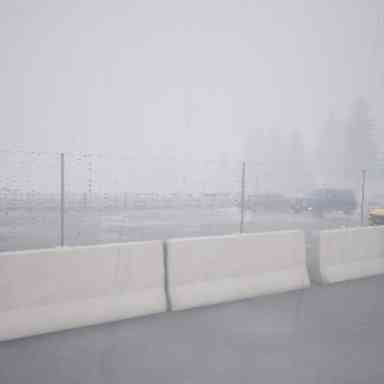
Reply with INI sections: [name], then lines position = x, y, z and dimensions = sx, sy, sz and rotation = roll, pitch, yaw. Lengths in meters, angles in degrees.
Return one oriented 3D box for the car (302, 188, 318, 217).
[car]
position = 10.071, 0.715, 25.234
dimensions = 5.566, 2.045, 2.150
rotation = 1, 2, -28
